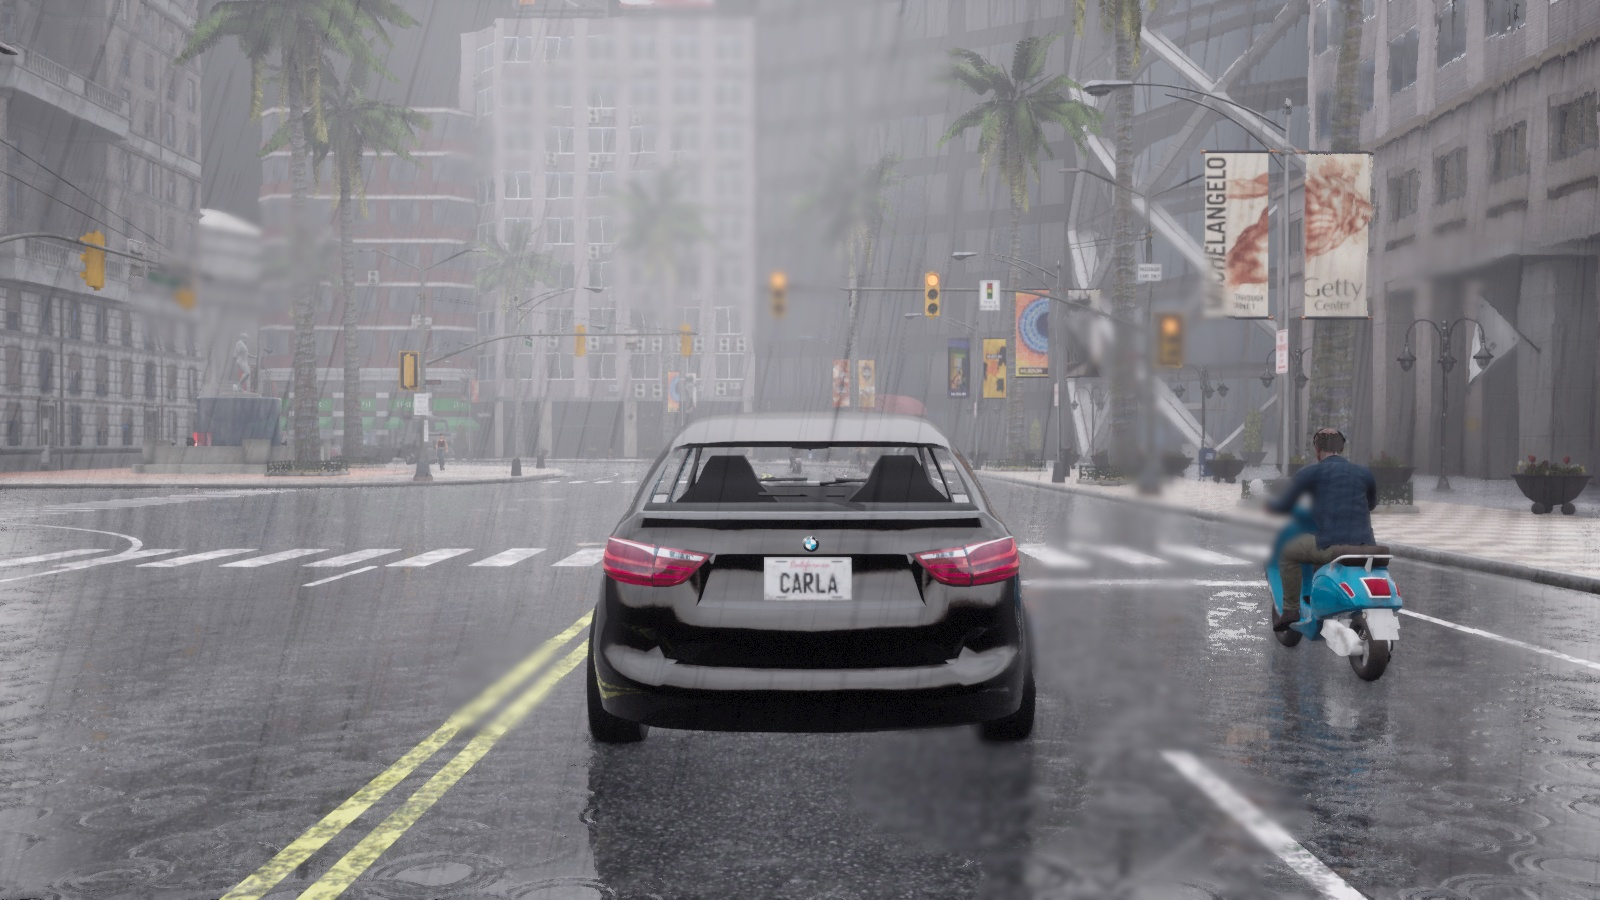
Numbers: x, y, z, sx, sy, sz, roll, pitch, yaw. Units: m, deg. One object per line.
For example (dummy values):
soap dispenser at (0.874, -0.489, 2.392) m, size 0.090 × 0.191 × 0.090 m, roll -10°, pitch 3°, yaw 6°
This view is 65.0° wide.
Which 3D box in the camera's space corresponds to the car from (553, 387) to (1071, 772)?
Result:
car at (0.062, 0.547, 7.745) m, size 2.242 × 1.667 × 4.611 m, roll 0°, pitch 0°, yaw 0°

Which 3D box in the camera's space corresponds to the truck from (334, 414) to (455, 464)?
truck at (-28.757, -0.761, 89.085) m, size 7.936 × 3.462 × 2.891 m, roll 0°, pitch 0°, yaw 17°

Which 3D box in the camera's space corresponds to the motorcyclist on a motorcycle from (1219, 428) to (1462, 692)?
motorcyclist on a motorcycle at (3.552, 0.655, 8.461) m, size 0.866 × 1.590 × 1.817 m, roll 0°, pitch 0°, yaw 1°

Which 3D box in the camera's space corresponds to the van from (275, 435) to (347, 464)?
van at (-33.819, -0.018, 86.889) m, size 4.442 × 1.987 × 1.775 m, roll 0°, pitch 0°, yaw 12°

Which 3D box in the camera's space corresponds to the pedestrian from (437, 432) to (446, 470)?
pedestrian at (-17.448, 0.044, 61.111) m, size 0.345 × 1.836 × 0.594 m, roll 0°, pitch 0°, yaw -8°
